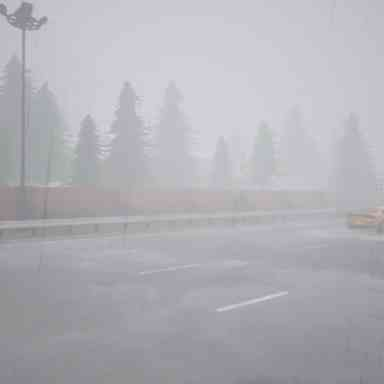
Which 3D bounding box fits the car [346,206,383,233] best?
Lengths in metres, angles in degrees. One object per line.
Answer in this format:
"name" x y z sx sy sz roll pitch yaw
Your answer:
"car" 11.571 1.602 20.611 5.008 1.535 1.882 1 0 -36
